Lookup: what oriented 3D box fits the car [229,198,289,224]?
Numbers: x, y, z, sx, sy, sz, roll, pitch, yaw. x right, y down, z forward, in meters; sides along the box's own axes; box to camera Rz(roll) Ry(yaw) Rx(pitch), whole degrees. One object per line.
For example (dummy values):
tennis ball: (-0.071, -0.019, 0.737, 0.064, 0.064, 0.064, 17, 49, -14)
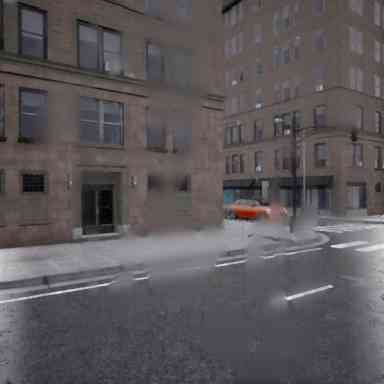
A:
car: (4.825, 1.290, 24.425, 2.097, 1.767, 4.553, -1, 1, -35)
